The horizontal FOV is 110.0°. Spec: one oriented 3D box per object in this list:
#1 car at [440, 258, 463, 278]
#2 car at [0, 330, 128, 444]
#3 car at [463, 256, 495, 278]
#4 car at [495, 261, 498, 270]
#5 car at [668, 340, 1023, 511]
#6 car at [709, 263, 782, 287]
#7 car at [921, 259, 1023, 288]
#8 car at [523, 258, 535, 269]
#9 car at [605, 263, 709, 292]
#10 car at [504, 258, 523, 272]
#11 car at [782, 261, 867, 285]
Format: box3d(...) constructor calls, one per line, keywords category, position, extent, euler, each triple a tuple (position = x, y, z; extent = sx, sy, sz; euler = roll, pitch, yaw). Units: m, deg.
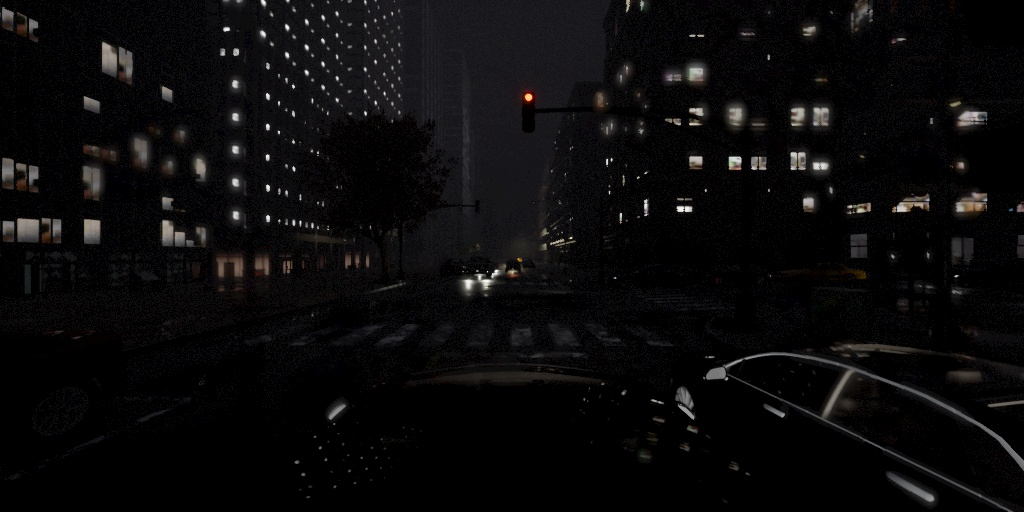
box3d(category="car", position=(-5.674, 1.079, 34.963), extent=(2.192, 1.841, 5.009), euler=(0, 0, 0))
box3d(category="car", position=(-5.691, 1.295, 2.575), extent=(1.888, 1.381, 4.507), euler=(0, 0, 0))
box3d(category="car", position=(-3.083, 0.986, 34.588), extent=(2.150, 2.045, 5.566), euler=(0, 0, 0))
box3d(category="car", position=(-3.078, 1.298, 44.469), extent=(1.812, 1.442, 4.674), euler=(0, 0, 0))
box3d(category="car", position=(2.689, 1.300, 2.571), extent=(2.007, 1.370, 4.403), euler=(0, 0, 0))
box3d(category="car", position=(13.445, 1.095, 21.981), extent=(4.403, 1.370, 2.007), euler=(0, 0, -1))
box3d(category="car", position=(25.824, 0.922, 19.506), extent=(5.357, 1.411, 2.033), euler=(-1, 0, -1))
box3d(category="car", position=(2.719, 1.350, 57.049), extent=(1.948, 1.339, 4.313), euler=(0, 0, 0))
box3d(category="car", position=(7.721, 1.137, 19.896), extent=(4.902, 1.511, 2.128), euler=(-2, 0, 7))
box3d(category="car", position=(0.121, 1.277, 45.540), extent=(1.837, 1.490, 4.892), euler=(0, 0, 0))
box3d(category="car", position=(18.842, 0.993, 22.033), extent=(4.829, 1.417, 1.751), euler=(0, 0, -1))
